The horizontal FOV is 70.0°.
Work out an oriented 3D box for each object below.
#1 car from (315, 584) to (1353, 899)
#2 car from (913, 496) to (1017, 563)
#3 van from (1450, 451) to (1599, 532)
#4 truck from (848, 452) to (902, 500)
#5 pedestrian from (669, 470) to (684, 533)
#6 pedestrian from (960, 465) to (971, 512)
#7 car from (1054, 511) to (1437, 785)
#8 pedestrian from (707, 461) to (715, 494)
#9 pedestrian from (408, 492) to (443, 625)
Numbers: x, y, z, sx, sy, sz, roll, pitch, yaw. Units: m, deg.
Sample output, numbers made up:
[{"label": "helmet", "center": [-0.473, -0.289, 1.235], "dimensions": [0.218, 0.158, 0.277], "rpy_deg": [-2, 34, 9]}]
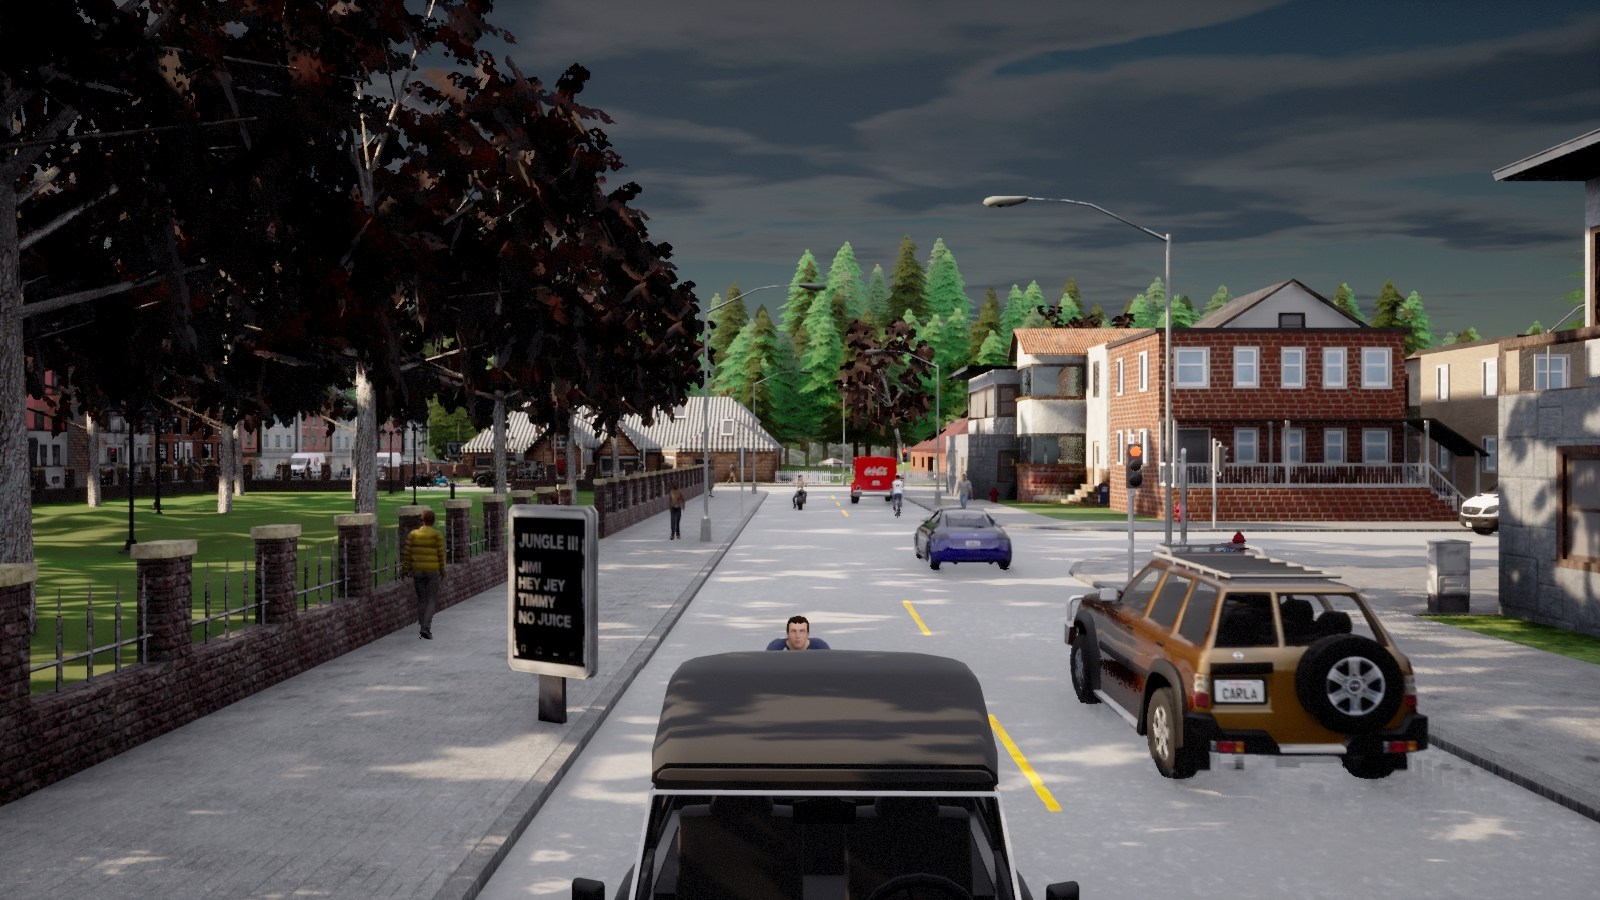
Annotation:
[{"label": "car", "center": [0.090, 1.640, 4.031], "dimensions": [1.905, 1.878, 3.866], "rpy_deg": [0, 0, 1]}, {"label": "car", "center": [4.001, 1.910, 28.416], "dimensions": [1.994, 1.385, 4.181], "rpy_deg": [0, 0, 0]}, {"label": "van", "center": [24.712, 1.329, 37.232], "dimensions": [5.915, 2.561, 1.988], "rpy_deg": [0, 0, 0]}, {"label": "truck", "center": [3.969, 1.372, 61.570], "dimensions": [2.627, 2.467, 5.204], "rpy_deg": [0, 0, 1]}, {"label": "pedestrian", "center": [-3.686, 1.539, 34.065], "dimensions": [0.375, 1.860, 0.375], "rpy_deg": [0, 0, 9]}, {"label": "pedestrian", "center": [6.602, 1.534, 45.546], "dimensions": [0.375, 1.860, 0.375], "rpy_deg": [0, 0, 23]}, {"label": "car", "center": [3.944, 1.650, 11.110], "dimensions": [1.932, 1.855, 4.605], "rpy_deg": [0, 0, 0]}, {"label": "pedestrian", "center": [-5.059, 1.551, 64.836], "dimensions": [0.375, 1.860, 0.375], "rpy_deg": [0, 0, 9]}, {"label": "pedestrian", "center": [-5.340, 1.532, 16.304], "dimensions": [0.375, 1.860, 0.375], "rpy_deg": [0, 0, 1]}]
